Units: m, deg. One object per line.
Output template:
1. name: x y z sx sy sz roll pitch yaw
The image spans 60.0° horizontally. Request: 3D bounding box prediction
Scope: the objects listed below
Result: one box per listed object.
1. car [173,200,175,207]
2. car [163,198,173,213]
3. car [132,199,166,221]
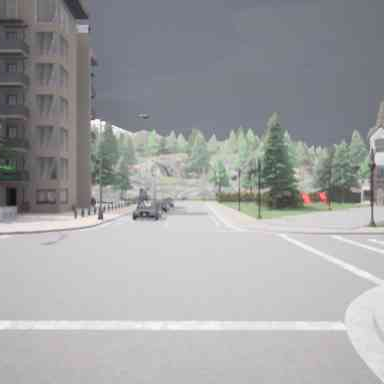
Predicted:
1. car: -3.551 1.550 47.675 1.895 1.301 4.718 0 0 0
2. car: -3.572 1.507 37.473 2.033 1.411 5.357 0 0 0
3. car: -3.566 1.535 27.182 1.994 1.385 4.181 0 0 1
